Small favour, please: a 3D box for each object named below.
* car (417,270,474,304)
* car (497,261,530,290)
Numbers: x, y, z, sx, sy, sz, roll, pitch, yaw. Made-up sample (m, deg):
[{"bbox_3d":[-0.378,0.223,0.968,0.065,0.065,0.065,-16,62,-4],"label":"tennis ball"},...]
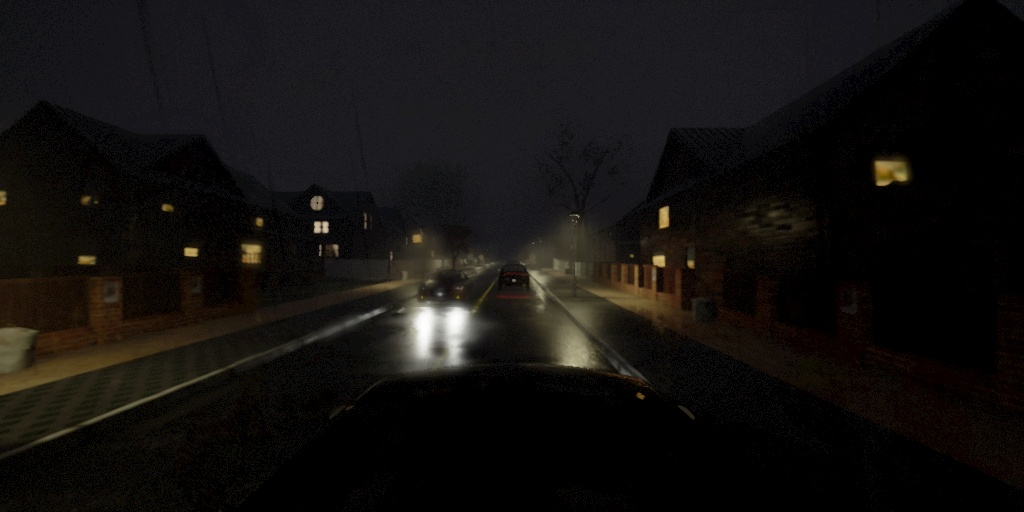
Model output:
[{"bbox_3d":[-2.846,1.314,16.133,1.994,1.385,4.181,0,0,0],"label":"car"},{"bbox_3d":[0.105,1.229,22.433,1.882,1.535,5.008,0,-1,0],"label":"car"}]
